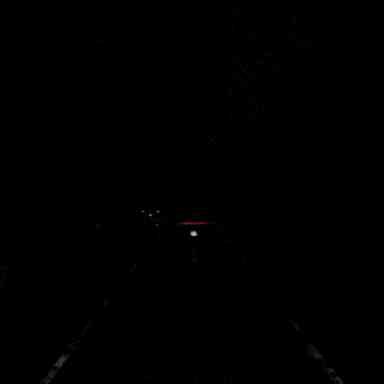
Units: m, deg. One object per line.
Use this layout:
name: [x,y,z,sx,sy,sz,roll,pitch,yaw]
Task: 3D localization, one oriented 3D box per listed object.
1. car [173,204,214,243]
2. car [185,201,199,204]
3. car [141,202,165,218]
car: [0.075,1.566,16.528,2.128,1.511,4.902,0,0,0]
car: [0.033,1.717,38.864,1.895,1.301,4.718,0,0,0]
car: [-3.654,1.651,31.910,2.033,1.411,5.357,0,0,0]
